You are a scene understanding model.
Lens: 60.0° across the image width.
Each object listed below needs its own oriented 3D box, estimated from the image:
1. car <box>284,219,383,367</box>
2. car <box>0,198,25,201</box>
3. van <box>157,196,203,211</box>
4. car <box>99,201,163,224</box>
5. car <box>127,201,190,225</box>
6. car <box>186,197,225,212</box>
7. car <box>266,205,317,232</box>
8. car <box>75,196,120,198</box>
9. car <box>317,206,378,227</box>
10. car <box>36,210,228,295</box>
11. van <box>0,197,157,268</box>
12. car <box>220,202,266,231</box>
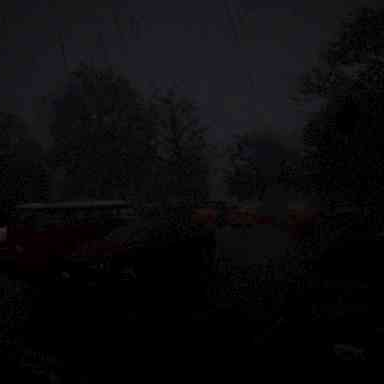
[{"bbox_3d":[3.254,1.503,5.896,2.163,1.488,4.792,0,0,36],"label":"car"},{"bbox_3d":[-10.300,1.313,15.579,2.435,2.045,5.566,0,0,36],"label":"car"},{"bbox_3d":[-0.188,1.321,24.608,1.878,1.987,4.442,0,0,36],"label":"van"},{"bbox_3d":[-4.869,1.576,27.581,1.946,1.575,5.366,-1,0,36],"label":"car"},{"bbox_3d":[-2.513,1.564,26.118,2.231,1.521,4.892,0,0,36],"label":"car"},{"bbox_3d":[1.980,1.406,22.878,2.185,1.767,4.553,0,0,36],"label":"car"},{"bbox_3d":[6.506,1.501,19.678,2.097,1.535,5.008,0,0,36],"label":"car"},{"bbox_3d":[-6.999,1.349,29.364,2.435,2.045,5.566,-1,0,36],"label":"car"},{"bbox_3d":[8.759,1.487,18.067,2.231,1.521,4.892,0,0,36],"label":"car"},{"bbox_3d":[-1.243,1.504,9.152,2.097,1.535,5.008,0,0,36],"label":"car"},{"bbox_3d":[-3.438,1.293,10.857,1.878,1.987,4.442,0,0,36],"label":"van"},{"bbox_3d":[4.149,1.517,21.361,2.097,1.535,5.008,0,0,36],"label":"car"}]
